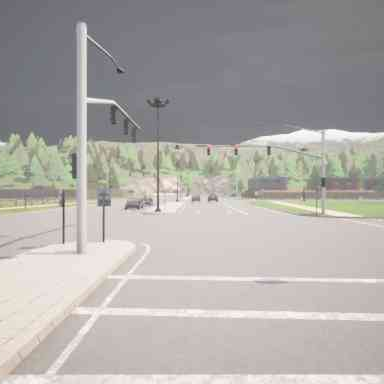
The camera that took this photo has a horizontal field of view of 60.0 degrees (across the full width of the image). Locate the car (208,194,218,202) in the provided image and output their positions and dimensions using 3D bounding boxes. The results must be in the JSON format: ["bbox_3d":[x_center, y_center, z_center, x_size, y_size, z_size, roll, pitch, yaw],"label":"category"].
[{"bbox_3d":[4.366,1.188,69.775,2.097,1.767,4.553,0,0,1],"label":"car"}]

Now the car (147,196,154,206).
[{"bbox_3d":[-7.430,1.491,54.373,2.128,1.511,4.902,0,0,1],"label":"car"}]

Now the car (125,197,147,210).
[{"bbox_3d":[-7.577,1.526,44.005,1.812,1.442,4.674,0,0,0],"label":"car"}]

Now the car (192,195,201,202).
[{"bbox_3d":[0.866,1.358,69.850,2.128,1.511,4.902,0,0,1],"label":"car"}]
